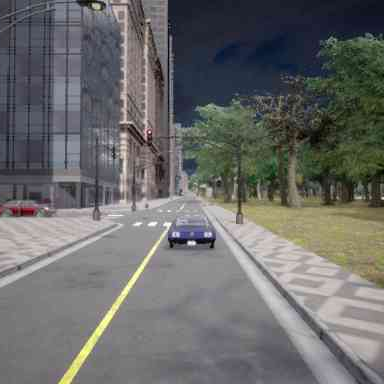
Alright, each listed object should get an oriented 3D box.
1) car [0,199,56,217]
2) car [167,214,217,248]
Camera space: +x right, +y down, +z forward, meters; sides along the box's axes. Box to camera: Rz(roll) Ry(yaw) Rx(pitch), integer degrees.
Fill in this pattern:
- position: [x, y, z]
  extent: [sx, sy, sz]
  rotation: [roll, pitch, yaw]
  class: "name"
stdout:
- position: [-13.544, 1.378, 27.821]
  extent: [4.097, 1.590, 1.967]
  rotation: [0, -2, -1]
  class: "car"
- position: [-0.001, 1.627, 14.685]
  extent: [1.895, 1.301, 4.718]
  rotation: [0, 0, 0]
  class: "car"
